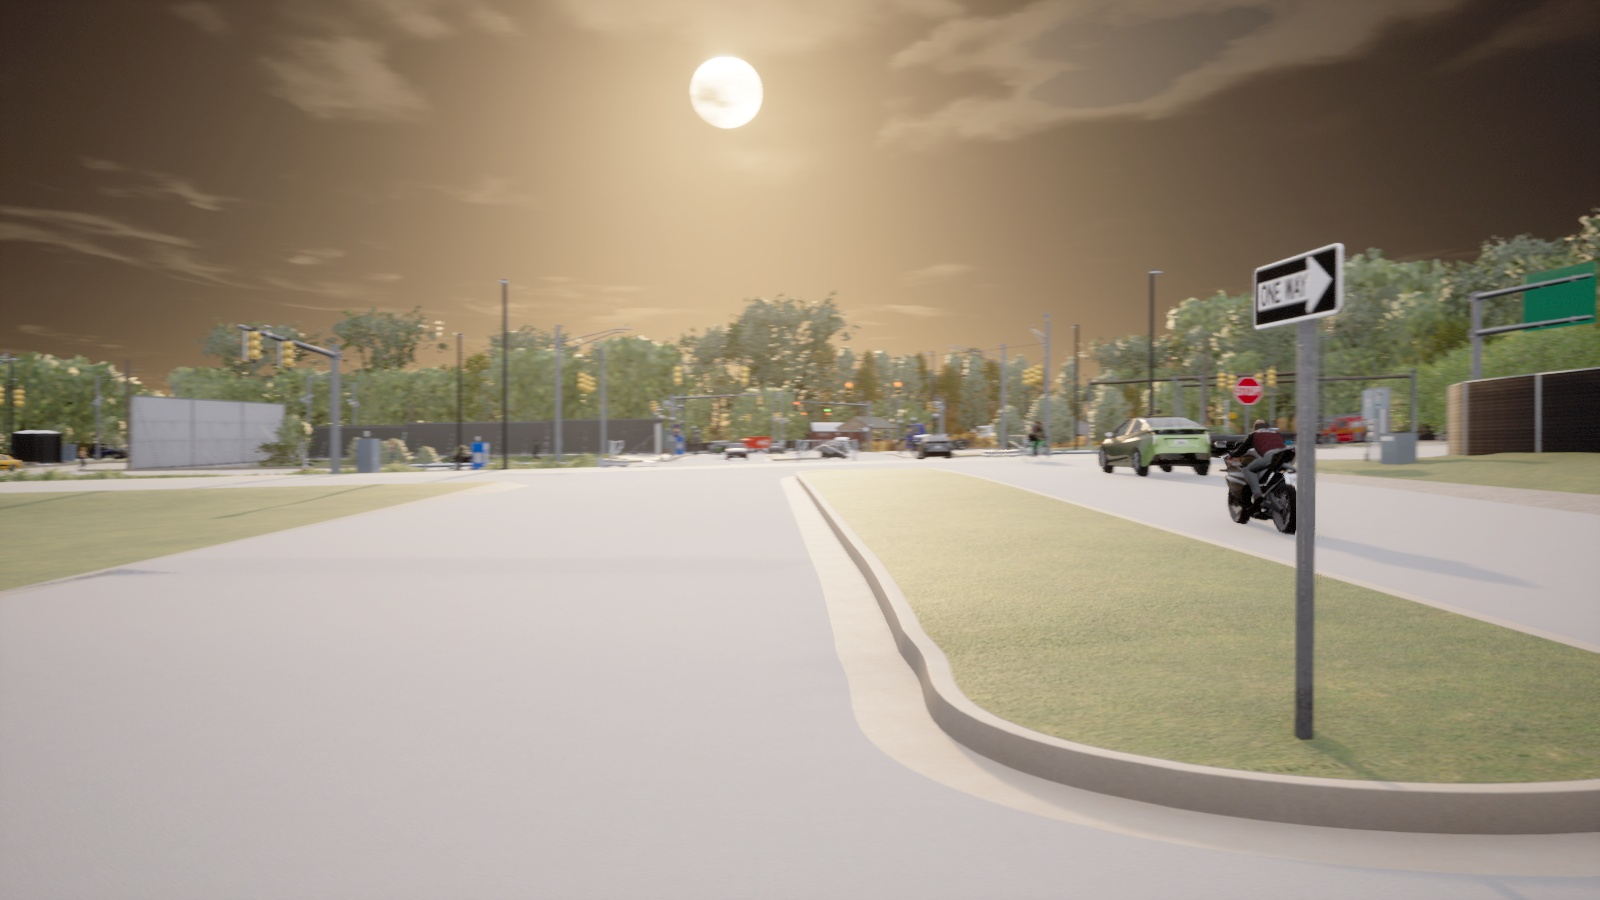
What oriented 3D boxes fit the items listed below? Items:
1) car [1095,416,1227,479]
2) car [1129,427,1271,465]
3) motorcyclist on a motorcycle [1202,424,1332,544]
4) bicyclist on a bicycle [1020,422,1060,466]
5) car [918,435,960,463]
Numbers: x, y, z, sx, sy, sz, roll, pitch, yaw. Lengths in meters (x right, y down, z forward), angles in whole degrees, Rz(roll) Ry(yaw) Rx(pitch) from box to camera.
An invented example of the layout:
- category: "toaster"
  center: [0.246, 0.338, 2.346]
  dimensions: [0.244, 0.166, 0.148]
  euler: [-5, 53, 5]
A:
- category: "car"
  center: [9.304, -0.086, 32.800]
  dimensions: [2.007, 1.525, 4.514]
  euler: [0, 1, -2]
- category: "car"
  center: [14.715, -0.154, 46.256]
  dimensions: [4.718, 1.301, 1.895]
  euler: [-1, 1, -15]
- category: "motorcyclist on a motorcycle"
  center: [6.381, 0.413, 17.303]
  dimensions: [0.866, 1.530, 2.191]
  euler: [0, 2, -3]
- category: "bicyclist on a bicycle"
  center: [9.136, -0.251, 47.747]
  dimensions: [1.656, 1.620, 0.582]
  euler: [-1, 3, -42]
- category: "car"
  center: [8.124, -0.083, 73.650]
  dimensions: [2.007, 1.525, 4.514]
  euler: [-1, 1, 1]
